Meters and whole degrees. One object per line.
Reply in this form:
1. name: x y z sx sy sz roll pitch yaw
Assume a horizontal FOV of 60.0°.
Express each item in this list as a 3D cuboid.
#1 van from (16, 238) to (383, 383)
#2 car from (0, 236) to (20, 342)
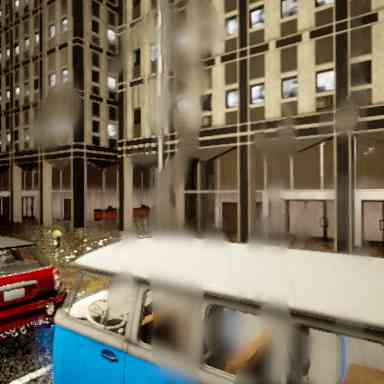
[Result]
1. van: 0.590 1.344 2.457 3.998 1.788 1.690 0 0 35
2. car: -4.044 1.459 5.761 4.097 1.590 1.967 0 0 35
